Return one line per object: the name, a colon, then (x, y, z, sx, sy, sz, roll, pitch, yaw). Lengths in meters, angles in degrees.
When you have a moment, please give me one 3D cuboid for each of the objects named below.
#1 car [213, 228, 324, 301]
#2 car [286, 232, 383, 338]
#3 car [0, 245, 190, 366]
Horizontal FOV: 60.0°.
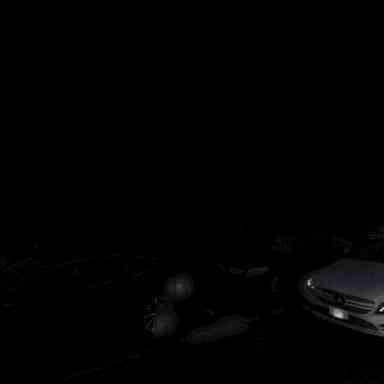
car: (2.448, 1.582, 8.280, 4.206, 1.307, 1.802, 0, 0, -35)
car: (4.063, 1.525, 6.273, 4.674, 1.442, 1.812, 0, 0, -35)
car: (-2.032, 1.566, 5.087, 4.313, 1.339, 1.947, 0, 0, -35)
